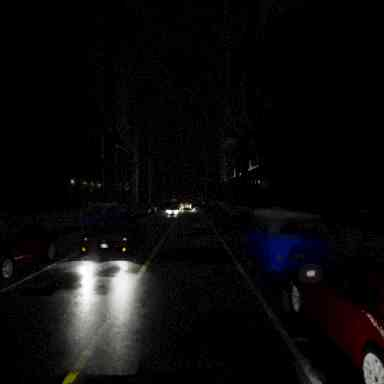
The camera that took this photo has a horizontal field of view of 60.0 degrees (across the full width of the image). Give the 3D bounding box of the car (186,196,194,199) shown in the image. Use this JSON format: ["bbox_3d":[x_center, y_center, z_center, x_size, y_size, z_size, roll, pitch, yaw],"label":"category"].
[{"bbox_3d":[0.002,2.531,95.435,1.837,1.490,4.892,0,-1,0],"label":"car"}]

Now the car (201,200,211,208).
[{"bbox_3d":[2.767,2.361,66.405,1.947,1.339,4.313,0,-1,0],"label":"car"}]

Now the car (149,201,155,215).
[{"bbox_3d":[-5.759,2.024,38.386,1.947,1.339,4.313,0,-1,0],"label":"car"}]

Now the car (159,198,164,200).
[{"bbox_3d":[-5.758,1.974,55.193,2.192,1.841,5.009,0,-1,0],"label":"car"}]

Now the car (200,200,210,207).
[{"bbox_3d":[2.767,2.415,72.006,2.008,1.369,4.403,0,-1,0],"label":"car"}]

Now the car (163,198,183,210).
[{"bbox_3d":[-3.072,2.136,53.920,2.128,1.511,4.902,0,-1,0],"label":"car"}]

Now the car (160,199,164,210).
[{"bbox_3d":[-5.759,2.158,49.588,1.947,1.339,4.313,0,-1,0],"label":"car"}]

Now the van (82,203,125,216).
[{"bbox_3d":[-5.758,1.599,21.585,1.690,1.788,3.998,0,-1,0],"label":"van"}]

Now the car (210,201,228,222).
[{"bbox_3d":[2.767,1.765,27.194,1.967,1.590,4.097,0,-1,0],"label":"car"}]

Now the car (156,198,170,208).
[{"bbox_3d":[-5.757,2.110,66.395,2.192,1.841,5.009,0,-1,0],"label":"car"}]

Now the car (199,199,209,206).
[{"bbox_3d":[2.767,2.374,77.610,1.967,1.590,4.097,0,-1,0],"label":"car"}]

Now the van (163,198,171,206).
[{"bbox_3d":[-5.758,2.274,77.597,1.690,1.788,3.998,0,-1,0],"label":"van"}]

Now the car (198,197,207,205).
[{"bbox_3d":[2.767,2.389,88.815,2.192,1.841,5.009,0,-1,0],"label":"car"}]

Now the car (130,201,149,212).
[{"bbox_3d":[-5.758,1.832,32.786,1.967,1.590,4.097,0,-1,0],"label":"car"}]

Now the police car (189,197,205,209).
[{"bbox_3d":[0.861,2.153,60.763,1.930,1.638,5.238,0,-1,0],"label":"police car"}]

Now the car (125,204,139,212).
[{"bbox_3d":[-5.759,1.907,27.183,1.802,1.307,4.206,0,-1,0],"label":"car"}]

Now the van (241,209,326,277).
[{"bbox_3d":[2.767,1.466,10.390,1.690,1.788,3.998,0,-1,0],"label":"van"}]

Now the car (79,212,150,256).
[{"bbox_3d":[-3.100,1.728,13.685,1.994,1.385,4.181,0,-1,0],"label":"car"}]

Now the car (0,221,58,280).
[{"bbox_3d":[-5.759,1.670,10.379,1.887,1.381,4.507,0,-1,0],"label":"car"}]

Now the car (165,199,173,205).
[{"bbox_3d":[-5.758,2.526,83.026,1.752,1.417,4.829,0,-1,0],"label":"car"}]

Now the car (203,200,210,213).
[{"bbox_3d":[2.767,2.070,43.998,1.887,1.381,4.507,0,-1,0],"label":"car"}]

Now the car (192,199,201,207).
[{"bbox_3d":[0.842,2.353,70.655,1.837,1.490,4.892,0,-1,0],"label":"car"}]

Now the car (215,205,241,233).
[{"bbox_3d":[2.766,1.803,21.592,1.887,1.381,4.507,0,-1,0],"label":"car"}]

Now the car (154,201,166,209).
[{"bbox_3d":[-5.759,2.309,60.790,1.802,1.307,4.206,0,-1,0],"label":"car"}]

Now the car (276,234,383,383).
[{"bbox_3d":[2.766,1.603,4.786,1.887,1.381,4.507,0,-1,0],"label":"car"}]

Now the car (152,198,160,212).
[{"bbox_3d":[-5.758,1.965,43.988,1.967,1.590,4.097,0,-1,0],"label":"car"}]
